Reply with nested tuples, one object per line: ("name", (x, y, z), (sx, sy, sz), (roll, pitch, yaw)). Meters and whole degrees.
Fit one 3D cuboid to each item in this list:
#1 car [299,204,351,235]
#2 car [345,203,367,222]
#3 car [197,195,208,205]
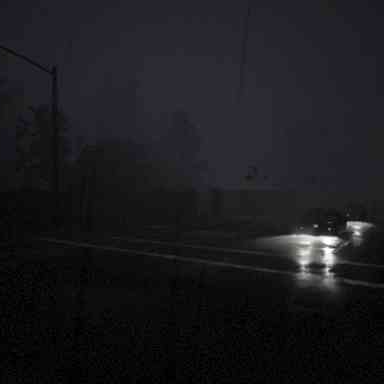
("car", (7.662, 1.627, 19.339), (1.994, 1.385, 4.181), (-1, 0, 34))
("car", (13.258, 1.638, 27.618), (1.994, 1.385, 4.181), (-1, 0, 34))
("car", (0.230, 1.198, 53.712), (4.605, 1.855, 1.932), (-1, 0, 34))
